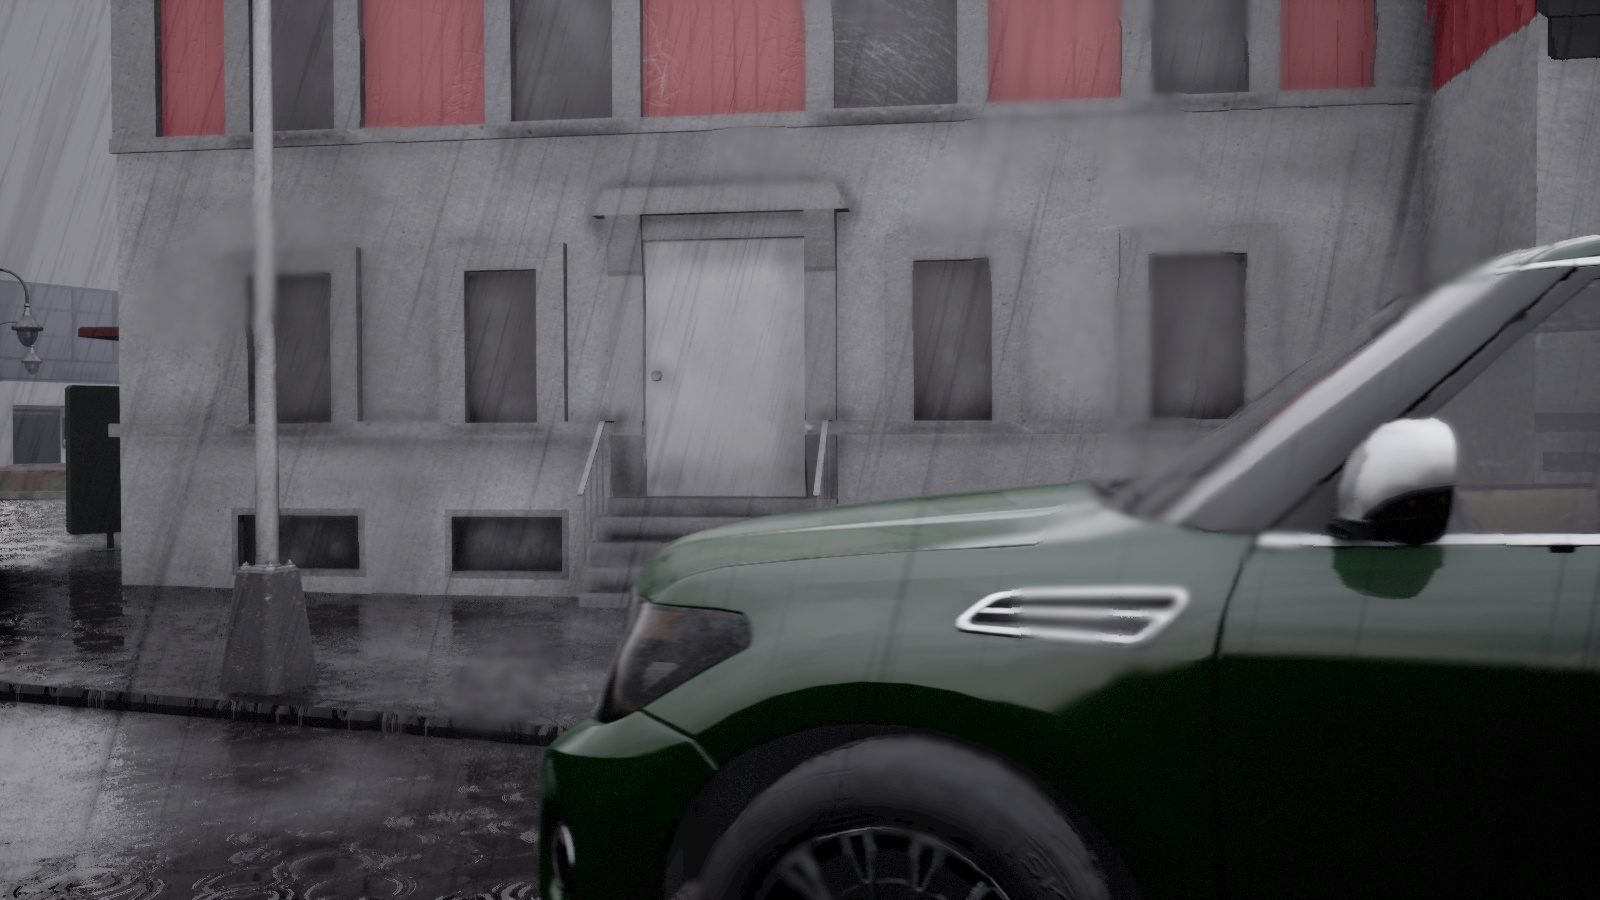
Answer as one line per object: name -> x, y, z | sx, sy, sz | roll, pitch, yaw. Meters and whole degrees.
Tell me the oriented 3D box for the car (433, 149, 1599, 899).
car -> 2.152, 0.506, 2.992 | 5.566, 2.045, 2.150 | 1, 1, 18
